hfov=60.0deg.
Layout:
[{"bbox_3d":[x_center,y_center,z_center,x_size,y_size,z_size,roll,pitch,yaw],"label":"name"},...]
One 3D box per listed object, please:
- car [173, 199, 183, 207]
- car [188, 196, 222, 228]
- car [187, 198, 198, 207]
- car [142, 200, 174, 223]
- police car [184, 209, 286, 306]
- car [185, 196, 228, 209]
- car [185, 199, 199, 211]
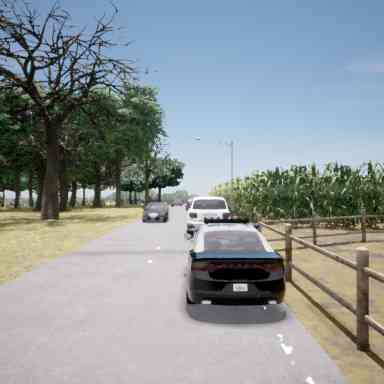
[{"bbox_3d":[-2.693,1.911,59.957,1.812,1.442,4.674,0,-1,0],"label":"car"},{"bbox_3d":[0.847,1.314,24.219,2.150,2.045,5.566,0,0,0],"label":"car"},{"bbox_3d":[0.056,1.879,59.198,1.837,1.490,4.892,0,-1,0],"label":"car"},{"bbox_3d":[-2.824,1.597,26.669,2.128,1.511,4.902,0,0,0],"label":"car"},{"bbox_3d":[0.832,1.440,8.290,1.930,1.638,5.238,0,0,0],"label":"police car"},{"bbox_3d":[0.842,1.280,18.217,2.150,2.045,5.566,0,0,0],"label":"car"},{"bbox_3d":[0.066,1.758,46.295,1.812,1.442,4.674,0,0,1],"label":"car"}]
